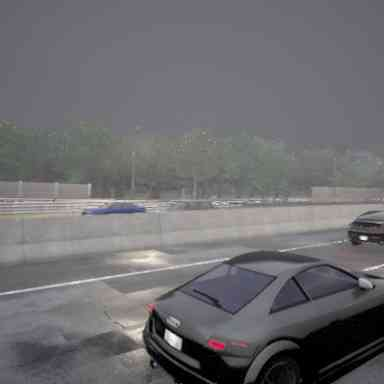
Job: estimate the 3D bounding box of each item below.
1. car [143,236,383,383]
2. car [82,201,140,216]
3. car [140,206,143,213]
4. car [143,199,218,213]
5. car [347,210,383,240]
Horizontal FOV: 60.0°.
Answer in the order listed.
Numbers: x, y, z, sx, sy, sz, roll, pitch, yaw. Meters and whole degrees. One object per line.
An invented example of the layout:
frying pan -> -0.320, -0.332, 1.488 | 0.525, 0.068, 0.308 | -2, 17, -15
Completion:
car -> 1.427, 1.564, 4.765 | 4.181, 1.385, 1.994 | 0, 0, -35
car -> -5.903, 1.481, 25.574 | 5.008, 1.535, 1.882 | 0, 0, -35
car -> -1.143, 1.608, 24.666 | 4.718, 1.301, 1.895 | 0, 0, -35
car -> -0.411, 1.357, 20.890 | 4.553, 1.767, 2.097 | 0, 0, -35
car -> 8.547, 1.514, 14.142 | 4.892, 1.490, 1.837 | 0, 0, -35
